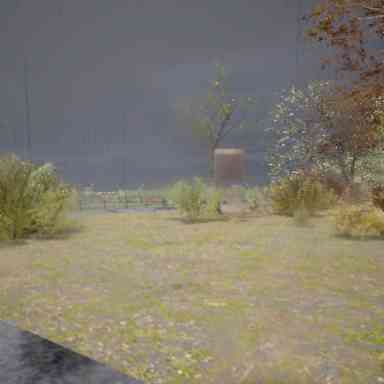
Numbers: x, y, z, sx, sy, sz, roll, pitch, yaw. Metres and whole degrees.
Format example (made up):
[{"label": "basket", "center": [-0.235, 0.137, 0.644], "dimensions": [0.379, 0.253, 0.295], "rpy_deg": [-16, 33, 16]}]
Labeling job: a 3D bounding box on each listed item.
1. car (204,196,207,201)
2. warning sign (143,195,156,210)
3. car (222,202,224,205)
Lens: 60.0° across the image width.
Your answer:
[{"label": "car", "center": [1.639, 1.452, 53.150], "dimensions": [2.097, 1.767, 4.553], "rpy_deg": [0, 0, 40]}, {"label": "warning sign", "center": [-5.282, 1.273, 41.169], "dimensions": [1.300, 1.860, 1.060], "rpy_deg": [-1, 0, 40]}, {"label": "car", "center": [5.583, 1.625, 62.092], "dimensions": [1.994, 1.385, 4.181], "rpy_deg": [0, 0, 40]}]
